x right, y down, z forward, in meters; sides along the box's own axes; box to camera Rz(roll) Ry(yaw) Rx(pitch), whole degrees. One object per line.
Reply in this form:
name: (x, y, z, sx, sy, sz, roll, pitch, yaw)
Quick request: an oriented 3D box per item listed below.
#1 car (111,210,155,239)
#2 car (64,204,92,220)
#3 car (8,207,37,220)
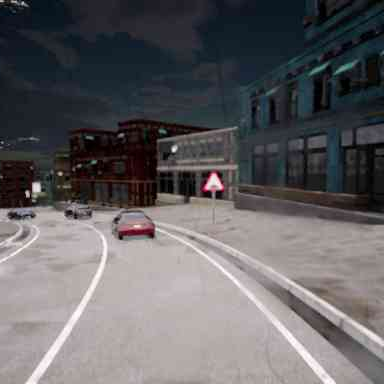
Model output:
car: (-3.366, 1.715, 18.519, 1.994, 1.385, 4.181, -2, 0, -19)
car: (-12.234, 2.063, 35.548, 2.128, 1.511, 4.902, -3, 0, -36)
car: (-20.252, 2.555, 39.504, 2.033, 1.411, 5.357, -4, 0, -44)
